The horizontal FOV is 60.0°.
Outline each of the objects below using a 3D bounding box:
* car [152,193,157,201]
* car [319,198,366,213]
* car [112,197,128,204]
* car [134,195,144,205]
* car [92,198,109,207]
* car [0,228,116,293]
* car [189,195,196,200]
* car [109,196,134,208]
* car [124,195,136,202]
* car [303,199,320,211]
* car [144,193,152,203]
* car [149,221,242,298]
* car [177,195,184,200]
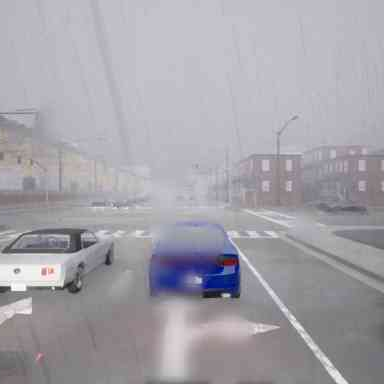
[{"bbox_3d":[-10.348,1.187,85.527,2.150,2.045,5.566,0,0,0],"label":"car"},{"bbox_3d":[16.524,1.564,36.010,4.181,1.385,1.994,0,0,0],"label":"car"},{"bbox_3d":[-13.923,1.601,64.513,1.895,1.301,4.718,0,0,1],"label":"car"},{"bbox_3d":[-10.463,1.506,60.265,1.837,1.490,4.892,0,0,0],"label":"car"},{"bbox_3d":[-13.994,1.564,51.327,1.994,1.385,4.181,0,0,0],"label":"car"},{"bbox_3d":[-3.413,1.601,8.816,1.895,1.301,4.718,0,0,0],"label":"car"},{"bbox_3d":[0.166,1.540,93.350,2.033,1.411,5.357,0,0,0],"label":"car"},{"bbox_3d":[-10.359,1.352,49.170,2.097,1.767,4.553,0,0,-1],"label":"car"},{"bbox_3d":[-13.868,1.524,74.644,1.812,1.442,4.674,0,0,0],"label":"car"},{"bbox_3d":[15.782,1.491,39.514,4.902,1.511,2.128,0,0,0],"label":"car"},{"bbox_3d":[-10.374,1.478,70.740,1.882,1.535,5.008,0,0,0],"label":"car"},{"bbox_3d":[0.081,1.478,8.547,1.882,1.535,5.008,0,0,1],"label":"car"},{"bbox_3d":[-3.335,1.500,93.308,1.837,1.490,4.892,0,0,0],"label":"car"}]
